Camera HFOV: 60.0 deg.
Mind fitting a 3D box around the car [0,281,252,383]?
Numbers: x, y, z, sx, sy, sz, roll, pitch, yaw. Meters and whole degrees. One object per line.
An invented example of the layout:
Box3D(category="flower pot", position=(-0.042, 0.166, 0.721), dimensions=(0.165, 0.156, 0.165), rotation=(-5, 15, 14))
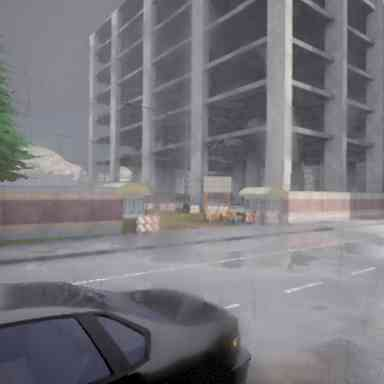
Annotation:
Box3D(category="car", position=(-1.869, 1.548, 2.514), dimensions=(5.357, 1.411, 2.033), rotation=(1, -1, -39))
